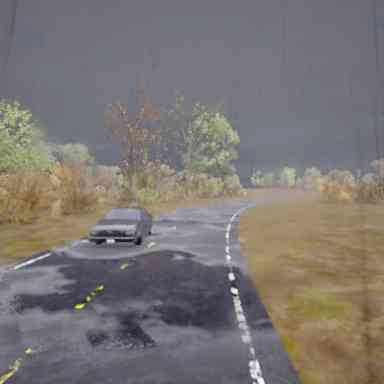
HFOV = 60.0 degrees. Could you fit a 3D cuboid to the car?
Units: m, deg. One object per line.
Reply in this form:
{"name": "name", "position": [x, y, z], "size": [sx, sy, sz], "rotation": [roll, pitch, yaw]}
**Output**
{"name": "car", "position": [-2.865, 1.364, 14.715], "size": [2.033, 1.411, 5.357], "rotation": [0, 1, 2]}
